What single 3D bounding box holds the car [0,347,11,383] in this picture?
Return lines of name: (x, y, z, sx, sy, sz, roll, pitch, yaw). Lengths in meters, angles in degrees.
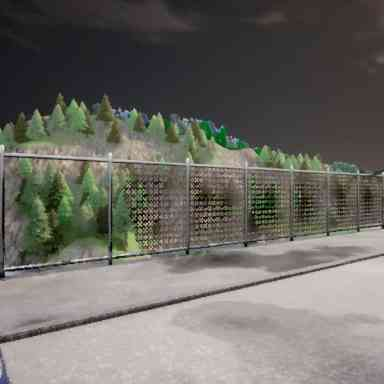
car: (-3.686, 1.352, 1.990, 4.553, 1.767, 2.097, 0, 0, -35)
